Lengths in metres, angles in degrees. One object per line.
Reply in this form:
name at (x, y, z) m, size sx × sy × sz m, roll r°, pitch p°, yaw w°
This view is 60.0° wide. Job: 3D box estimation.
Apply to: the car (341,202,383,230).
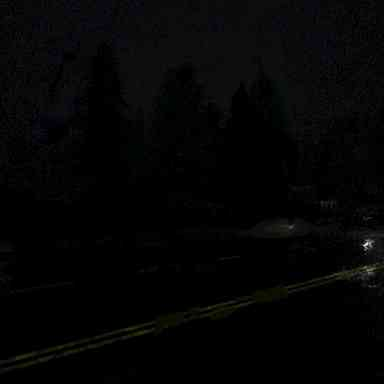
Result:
car at (11.226, 1.405, 20.544) m, size 5.008 × 1.535 × 1.882 m, roll 0°, pitch 0°, yaw -35°
